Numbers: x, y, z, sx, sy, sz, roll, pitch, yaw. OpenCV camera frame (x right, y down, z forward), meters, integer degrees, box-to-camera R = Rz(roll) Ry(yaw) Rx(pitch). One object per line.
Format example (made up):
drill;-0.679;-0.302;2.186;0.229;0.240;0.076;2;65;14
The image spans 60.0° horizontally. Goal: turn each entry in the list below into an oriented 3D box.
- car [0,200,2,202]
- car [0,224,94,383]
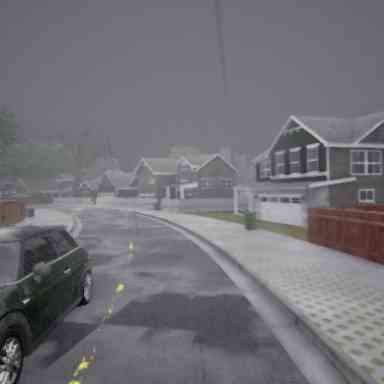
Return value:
car;-42.818;2.219;71.944;4.181;1.385;1.994;-1;0;27
car;-3.086;1.409;5.073;2.097;1.767;4.553;-1;0;-1
